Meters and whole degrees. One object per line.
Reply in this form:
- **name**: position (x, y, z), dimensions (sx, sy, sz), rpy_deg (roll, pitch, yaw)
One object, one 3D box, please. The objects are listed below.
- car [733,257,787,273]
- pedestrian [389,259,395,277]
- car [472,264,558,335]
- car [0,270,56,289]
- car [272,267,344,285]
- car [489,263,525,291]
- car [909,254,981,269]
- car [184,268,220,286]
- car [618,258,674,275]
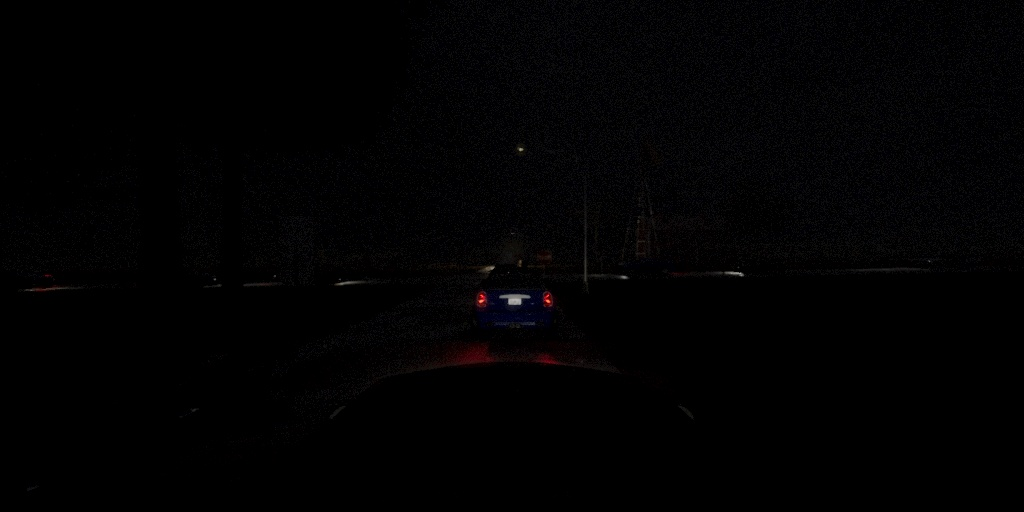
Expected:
- **car**: position (23.189, 0.829, 33.612), dimensions (4.181, 1.385, 1.994), rpy_deg (-1, 1, 0)
- **pedestrian**: position (-12.291, 1.226, 36.671), dimensions (0.375, 1.860, 0.375), rpy_deg (0, 2, 0)
- **car**: position (0.064, 1.099, 10.613), dimensions (2.097, 1.767, 4.553), rpy_deg (0, 0, 0)
- **car**: position (-42.406, 2.028, 30.760), dimensions (5.008, 1.535, 1.882), rpy_deg (-1, 1, 0)
- **car**: position (-17.406, 1.649, 30.710), dimensions (5.357, 1.411, 2.033), rpy_deg (-1, 1, 0)
- **car**: position (-0.456, 1.267, 23.274), dimensions (1.837, 1.490, 4.892), rpy_deg (0, 0, -7)
- **car**: position (40.406, 0.511, 33.558), dimensions (4.718, 1.301, 1.895), rpy_deg (-1, 1, 0)
- **car**: position (-27.920, 1.787, 30.722), dimensions (4.902, 1.511, 2.128), rpy_deg (-1, 1, 0)
- **car**: position (12.527, 0.956, 33.614), dimensions (5.008, 1.535, 1.882), rpy_deg (-1, 1, 0)
